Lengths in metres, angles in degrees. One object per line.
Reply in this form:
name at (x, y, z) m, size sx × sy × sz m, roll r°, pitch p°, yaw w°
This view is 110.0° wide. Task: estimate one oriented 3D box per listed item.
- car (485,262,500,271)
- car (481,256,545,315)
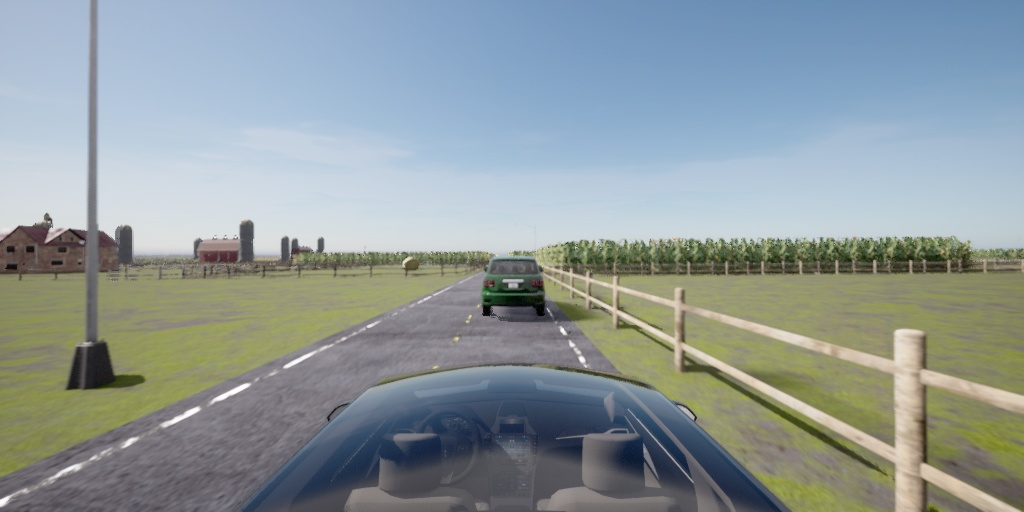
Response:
car at (-2.819, 1.548, 53.704) m, size 1.994 × 1.385 × 4.181 m, roll 0°, pitch 0°, yaw 0°
car at (0.066, 1.027, 13.970) m, size 2.150 × 2.045 × 5.566 m, roll 0°, pitch 0°, yaw 1°
